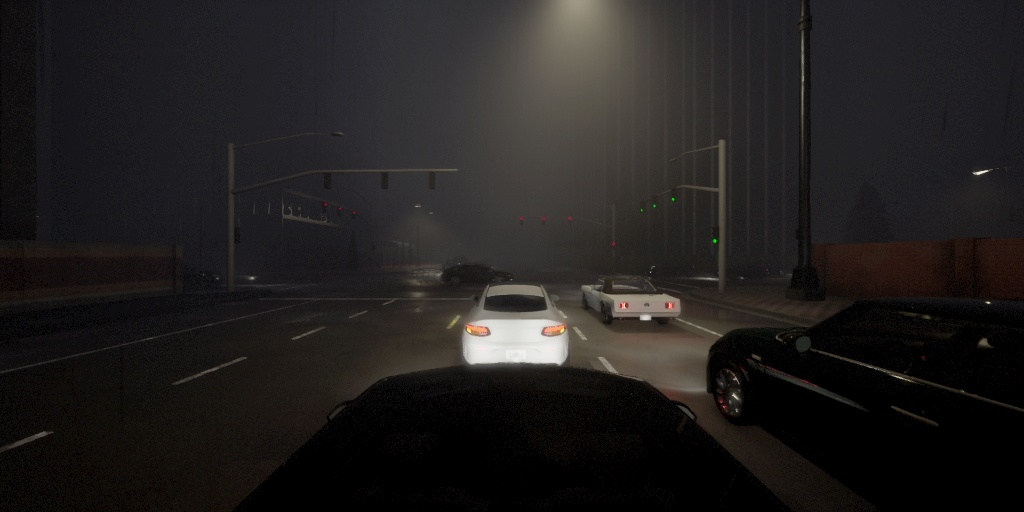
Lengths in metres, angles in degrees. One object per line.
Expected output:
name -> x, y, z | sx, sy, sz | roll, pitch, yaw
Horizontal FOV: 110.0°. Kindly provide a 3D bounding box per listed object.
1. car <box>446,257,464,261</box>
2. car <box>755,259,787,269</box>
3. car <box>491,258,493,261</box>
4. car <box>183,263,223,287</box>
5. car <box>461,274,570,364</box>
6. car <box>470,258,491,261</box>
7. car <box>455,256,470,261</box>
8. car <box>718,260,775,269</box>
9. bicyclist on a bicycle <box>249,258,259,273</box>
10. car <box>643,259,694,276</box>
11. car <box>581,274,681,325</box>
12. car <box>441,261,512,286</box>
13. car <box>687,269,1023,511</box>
car -> -7.895, 1.241, 46.226 | 2.128, 1.511, 4.902 | 0, 0, 1
car -> 24.228, 1.102, 35.207 | 4.553, 1.767, 2.097 | 0, 0, -1
car -> -4.551, 1.276, 59.408 | 1.812, 1.442, 4.674 | 0, 0, -1
car -> -22.239, 1.241, 24.064 | 4.902, 1.511, 2.128 | 0, 0, -1
car -> 0.058, 1.276, 7.554 | 1.812, 1.442, 4.674 | 0, 0, 0
car -> -4.427, 1.314, 50.793 | 1.994, 1.385, 4.181 | 0, 0, -1
car -> -8.003, 0.971, 56.073 | 2.150, 2.045, 5.566 | 0, 0, -1
car -> 20.187, 1.314, 31.671 | 4.181, 1.385, 1.994 | 0, 0, -1
bicyclist on a bicycle -> -28.411, 1.051, 39.488 | 0.582, 1.620, 1.656 | 0, 0, -1
car -> 15.336, 1.102, 35.125 | 4.553, 1.767, 2.097 | 0, 0, 0
car -> 3.562, 1.351, 11.772 | 1.895, 1.301, 4.718 | 0, 0, 0
car -> -2.308, 1.254, 24.255 | 4.892, 1.490, 1.837 | 0, 0, -1
car -> 3.599, 1.102, 2.870 | 2.097, 1.767, 4.553 | 0, 0, 0
